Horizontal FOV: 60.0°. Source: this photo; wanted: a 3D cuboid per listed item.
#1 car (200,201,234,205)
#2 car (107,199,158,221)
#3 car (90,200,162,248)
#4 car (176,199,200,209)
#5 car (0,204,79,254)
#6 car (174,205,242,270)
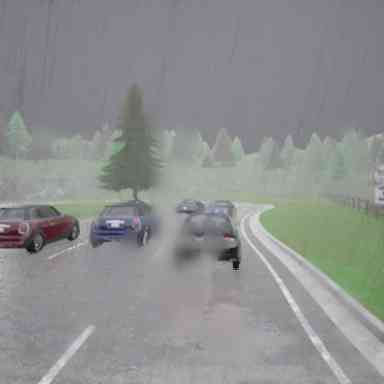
[{"bbox_3d":[2.344,1.355,25.497,2.033,1.411,5.357,0,0,13],"label":"car"},{"bbox_3d":[-4.592,1.347,26.512,2.033,1.411,5.357,0,0,13],"label":"car"},{"bbox_3d":[-2.660,1.241,14.464,2.097,1.767,4.553,0,0,5],"label":"car"},{"bbox_3d":[-0.020,1.336,30.208,1.994,1.385,4.181,0,0,16],"label":"car"},{"bbox_3d":[-6.281,1.254,13.304,2.097,1.767,4.553,0,1,4],"label":"car"},{"bbox_3d":[0.552,1.410,10.803,2.128,1.511,4.902,0,0,4],"label":"car"}]
